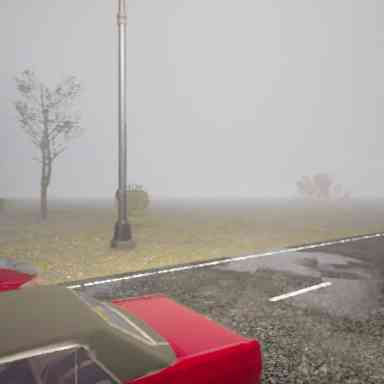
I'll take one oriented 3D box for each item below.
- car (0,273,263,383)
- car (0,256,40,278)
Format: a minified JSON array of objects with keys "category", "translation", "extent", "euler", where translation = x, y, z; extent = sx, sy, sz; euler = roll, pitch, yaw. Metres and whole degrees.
[{"category":"car","translation":[-1.756,1.582,2.430],"extent":[4.718,1.301,1.895],"euler":[-1,1,-35]},{"category":"car","translation":[-4.306,1.526,4.602],"extent":[4.181,1.385,1.994],"euler":[-1,1,-35]}]
